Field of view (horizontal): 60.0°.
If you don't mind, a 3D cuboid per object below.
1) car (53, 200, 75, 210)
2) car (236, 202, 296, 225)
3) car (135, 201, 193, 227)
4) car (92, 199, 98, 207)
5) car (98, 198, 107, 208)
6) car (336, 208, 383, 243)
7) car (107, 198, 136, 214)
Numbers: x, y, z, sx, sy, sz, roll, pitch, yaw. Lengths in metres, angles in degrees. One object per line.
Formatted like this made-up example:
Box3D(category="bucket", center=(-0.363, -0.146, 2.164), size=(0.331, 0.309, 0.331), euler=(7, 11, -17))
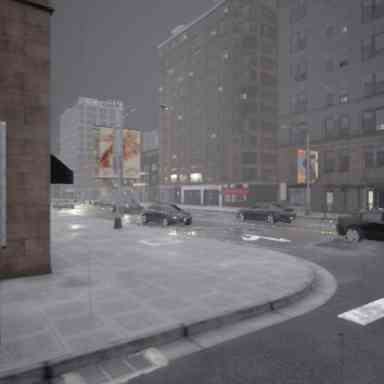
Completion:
Box3D(category="car", center=(-17.203, 1.694, 44.738), size=(1.895, 1.301, 4.718), euler=(0, 0, -35))
Box3D(category="car", center=(5.352, 1.525, 24.590), size=(1.837, 1.490, 4.892), euler=(0, 0, -36))
Box3D(category="car", center=(-1.856, 1.539, 23.150), size=(1.837, 1.490, 4.892), euler=(0, 0, -36))
Box3D(category="car", center=(-16.141, 1.236, 48.879), size=(2.128, 1.511, 4.902), euler=(0, 0, -36))
Box3D(category="car", center=(-13.830, 1.641, 51.410), size=(2.033, 1.411, 5.357), euler=(0, 0, -36))
Box3D(category="car", center=(8.682, 1.485, 14.000), size=(1.882, 1.535, 5.008), euler=(0, 0, -36))
Box3D(category="car", center=(-7.093, 1.410, 36.072), size=(2.097, 1.767, 4.553), euler=(0, 0, -35))
